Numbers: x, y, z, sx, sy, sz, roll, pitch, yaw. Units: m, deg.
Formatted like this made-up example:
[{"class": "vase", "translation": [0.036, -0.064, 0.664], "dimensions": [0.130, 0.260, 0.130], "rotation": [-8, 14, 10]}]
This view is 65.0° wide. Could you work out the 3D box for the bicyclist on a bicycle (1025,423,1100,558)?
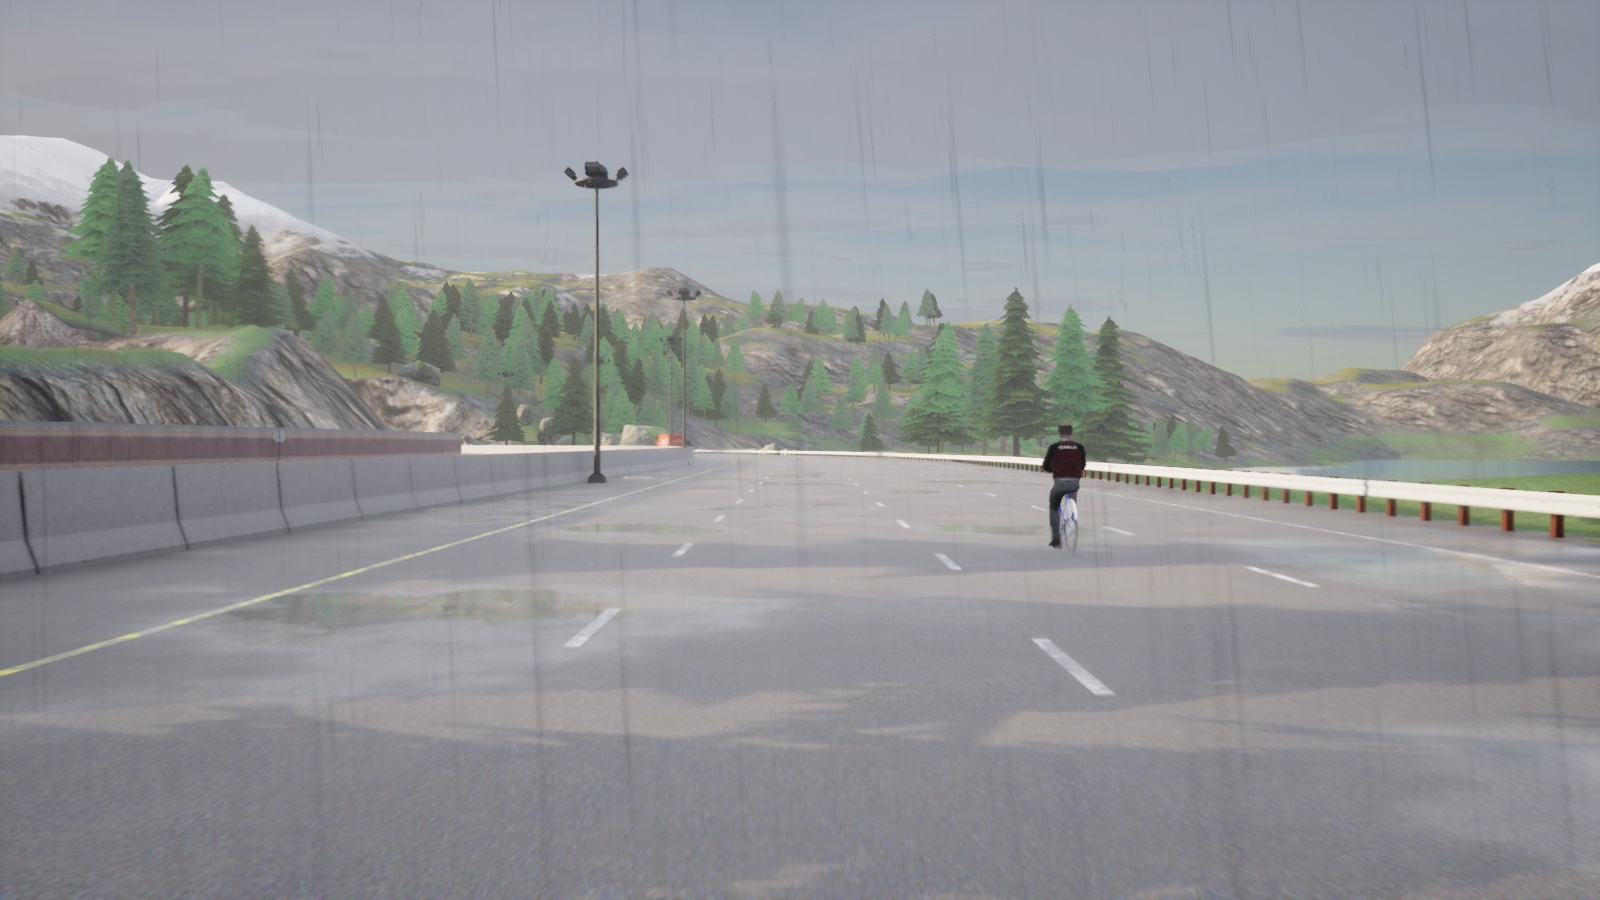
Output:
[{"class": "bicyclist on a bicycle", "translation": [3.616, 0.522, 17.422], "dimensions": [0.659, 1.776, 1.843], "rotation": [0, 1, 0]}]
